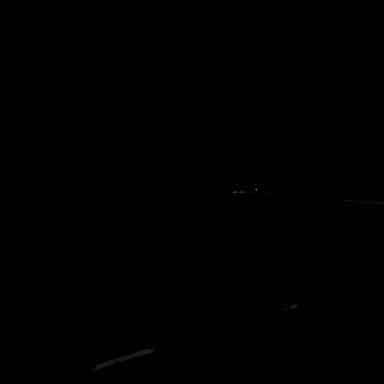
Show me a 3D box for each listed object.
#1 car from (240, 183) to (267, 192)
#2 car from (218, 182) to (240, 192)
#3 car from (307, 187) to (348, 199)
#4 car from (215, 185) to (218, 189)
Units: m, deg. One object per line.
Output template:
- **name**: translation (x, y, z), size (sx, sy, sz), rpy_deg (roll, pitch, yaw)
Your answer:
- **car**: translation (11.042, -0.738, 57.789), size (2.128, 1.511, 4.902), rpy_deg (1, 2, -24)
- **car**: translation (7.091, -0.910, 59.034), size (1.882, 1.535, 5.008), rpy_deg (1, 2, -24)
- **car**: translation (15.986, 0.143, 39.512), size (1.895, 1.301, 4.718), rpy_deg (1, 2, -25)
- **car**: translation (6.735, -1.131, 67.006), size (2.033, 1.411, 5.357), rpy_deg (1, 2, -25)
